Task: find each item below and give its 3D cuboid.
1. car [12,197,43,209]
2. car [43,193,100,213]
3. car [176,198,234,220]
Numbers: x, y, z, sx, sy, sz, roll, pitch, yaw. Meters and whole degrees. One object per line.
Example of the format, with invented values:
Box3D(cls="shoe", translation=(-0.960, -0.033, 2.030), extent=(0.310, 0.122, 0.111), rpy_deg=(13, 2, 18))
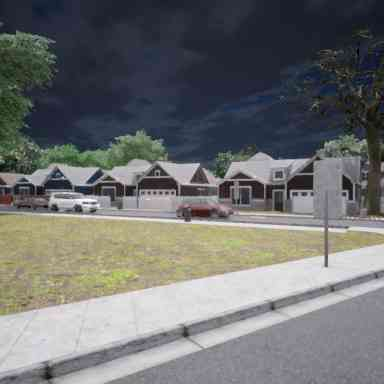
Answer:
Box3D(cls="car", translation=(-19.555, 1.367, 40.744), extent=(5.357, 1.411, 2.033), rpy_deg=(0, 0, 28))
Box3D(cls="car", translation=(-11.939, 1.071, 33.543), extent=(5.566, 2.045, 2.150), rpy_deg=(0, 0, 28))
Box3D(cls="car", translation=(1.059, 1.258, 26.524), extent=(4.553, 1.767, 2.097), rpy_deg=(0, 0, 29))
